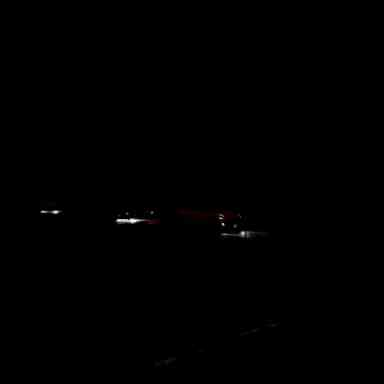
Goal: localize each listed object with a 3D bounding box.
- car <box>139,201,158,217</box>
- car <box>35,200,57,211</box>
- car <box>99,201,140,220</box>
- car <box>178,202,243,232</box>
[{"bbox_3d":[-5.357,1.710,33.458,1.837,1.490,4.892,0,-1,-40],"label":"car"},{"bbox_3d":[-20.839,1.829,47.317,1.882,1.535,5.008,0,-1,-40],"label":"car"},{"bbox_3d":[-6.998,1.750,30.837,1.994,1.385,4.181,0,-1,-40],"label":"car"},{"bbox_3d":[1.098,1.451,21.250,2.097,1.767,4.553,0,-1,-40],"label":"car"}]
